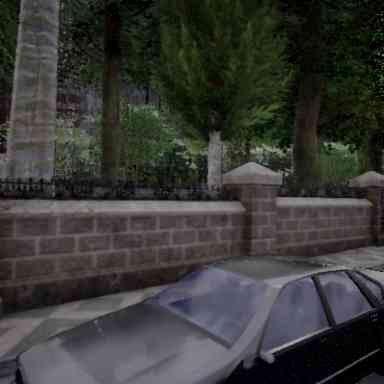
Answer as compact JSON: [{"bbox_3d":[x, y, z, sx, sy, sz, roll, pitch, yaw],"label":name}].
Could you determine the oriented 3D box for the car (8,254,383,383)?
[{"bbox_3d":[0.868,1.545,3.996,5.357,1.411,2.033,0,0,-36],"label":"car"}]
